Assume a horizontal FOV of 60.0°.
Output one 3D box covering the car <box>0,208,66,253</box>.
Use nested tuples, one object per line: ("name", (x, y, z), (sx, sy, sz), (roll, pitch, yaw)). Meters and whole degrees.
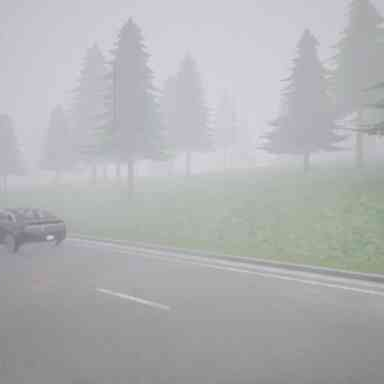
("car", (-7.006, 1.387, 13.248), (4.902, 1.511, 2.128), (1, 0, 36))
